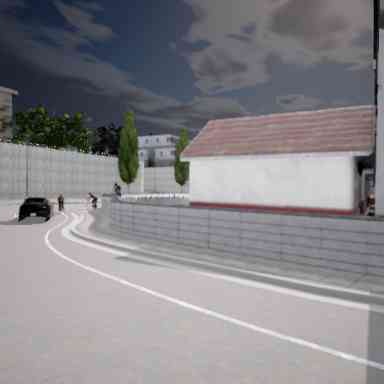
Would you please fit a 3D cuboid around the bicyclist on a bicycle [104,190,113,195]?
[{"bbox_3d":[-8.428,0.853,32.242,0.582,1.620,1.656,1,0,-30],"label":"bicyclist on a bicycle"}]

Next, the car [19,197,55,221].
[{"bbox_3d":[-10.673,1.115,22.963,1.837,1.490,4.892,1,0,-19],"label":"car"}]

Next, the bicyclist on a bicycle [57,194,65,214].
[{"bbox_3d":[-10.911,1.012,27.679,0.582,1.620,1.656,1,0,-20],"label":"bicyclist on a bicycle"}]

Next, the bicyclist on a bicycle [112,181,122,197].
[{"bbox_3d":[-7.639,-0.331,33.603,1.656,1.620,0.582,7,3,35],"label":"bicyclist on a bicycle"}]

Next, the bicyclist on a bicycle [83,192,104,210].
[{"bbox_3d":[-9.365,0.849,31.059,1.656,1.620,0.582,1,1,-3],"label":"bicyclist on a bicycle"}]
